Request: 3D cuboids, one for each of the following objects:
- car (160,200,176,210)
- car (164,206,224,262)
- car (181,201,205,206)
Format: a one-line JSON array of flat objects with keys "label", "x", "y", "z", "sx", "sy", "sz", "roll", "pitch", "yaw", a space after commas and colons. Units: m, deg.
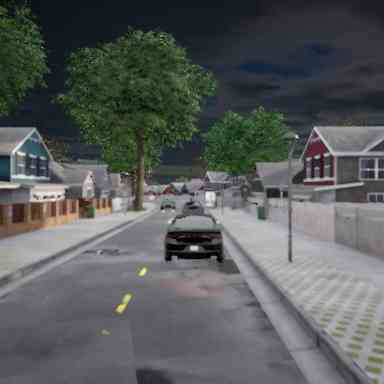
[{"label": "car", "x": -3.149, "y": 1.692, "z": 44.134, "sx": 1.994, "sy": 1.385, "sz": 4.181, "roll": 0, "pitch": 0, "yaw": -3}, {"label": "car", "x": 0.072, "y": 1.495, "z": 12.228, "sx": 1.882, "sy": 1.535, "sz": 5.008, "roll": 0, "pitch": 0, "yaw": 0}, {"label": "car", "x": 0.081, "y": 1.571, "z": 29.539, "sx": 1.837, "sy": 1.490, "sz": 4.892, "roll": 0, "pitch": 0, "yaw": 0}]
